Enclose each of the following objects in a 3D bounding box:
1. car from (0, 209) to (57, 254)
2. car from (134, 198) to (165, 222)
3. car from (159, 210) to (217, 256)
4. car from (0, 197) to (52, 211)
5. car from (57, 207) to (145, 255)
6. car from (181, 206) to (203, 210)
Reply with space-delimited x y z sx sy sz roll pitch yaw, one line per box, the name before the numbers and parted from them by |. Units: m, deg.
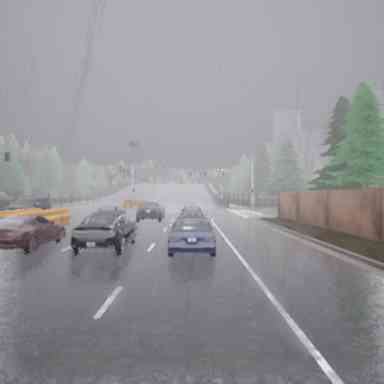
car | -6.996 1.658 14.041 1.812 1.442 4.674 0 0 0
car | -3.501 1.620 28.745 2.097 1.767 4.553 0 -1 0
car | -0.001 1.676 13.649 2.033 1.411 5.357 0 -1 0
car | -14.006 1.474 28.605 2.150 2.045 5.566 0 -1 0
car | -3.497 1.624 13.959 2.128 1.511 4.902 0 0 0
car | -0.002 1.871 28.767 1.895 1.301 4.718 0 0 0
